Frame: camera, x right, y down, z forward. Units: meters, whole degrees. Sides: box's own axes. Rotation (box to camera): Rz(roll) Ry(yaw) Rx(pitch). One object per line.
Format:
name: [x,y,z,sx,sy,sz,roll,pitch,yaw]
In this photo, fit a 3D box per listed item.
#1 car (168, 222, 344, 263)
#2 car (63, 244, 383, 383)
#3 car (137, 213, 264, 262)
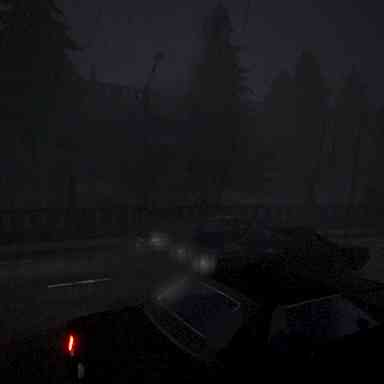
car: [2.004,1.601,8.444,4.718,1.301,1.895,0,0,-21]
car: [1.079,1.601,3.938,4.718,1.301,1.895,0,0,-27]
car: [0.600,1.491,11.481,4.902,1.511,2.128,0,0,-21]
